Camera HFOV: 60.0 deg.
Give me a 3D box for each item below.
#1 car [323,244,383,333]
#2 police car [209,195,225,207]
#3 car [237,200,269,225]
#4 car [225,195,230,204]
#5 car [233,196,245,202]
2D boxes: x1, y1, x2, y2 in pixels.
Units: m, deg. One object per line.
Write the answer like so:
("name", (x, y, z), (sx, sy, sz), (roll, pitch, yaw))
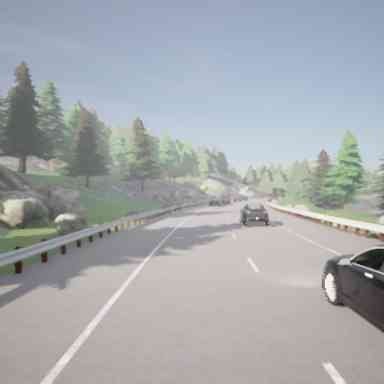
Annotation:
("car", (3.689, 1.539, 5.249), (1.837, 1.490, 4.892), (0, 0, 1))
("police car", (4.195, 1.746, 58.961), (1.930, 1.638, 5.238), (0, 0, 10))
("car", (4.640, 1.634, 25.241), (2.128, 1.511, 4.902), (0, 0, 4))
("car", (6.059, 1.853, 68.652), (1.882, 1.535, 5.008), (0, 0, 12))
("car", (12.540, 1.890, 91.385), (2.128, 1.511, 4.902), (0, 0, 14))
